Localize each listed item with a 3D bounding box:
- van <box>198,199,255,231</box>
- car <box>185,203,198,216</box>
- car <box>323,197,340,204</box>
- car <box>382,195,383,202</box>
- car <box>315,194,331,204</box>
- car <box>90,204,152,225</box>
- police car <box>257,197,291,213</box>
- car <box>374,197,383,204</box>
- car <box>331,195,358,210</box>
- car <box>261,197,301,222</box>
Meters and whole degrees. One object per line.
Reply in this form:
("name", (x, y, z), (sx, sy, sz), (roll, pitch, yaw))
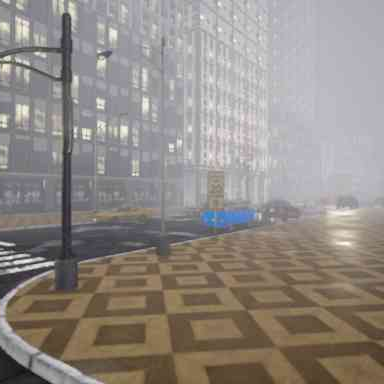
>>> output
("van", (2.380, 1.369, 20.407), (1.690, 1.788, 3.998), (0, 0, 37))
("car", (1.080, 1.605, 31.841), (1.802, 1.307, 4.206), (0, 0, 37))
("car", (28.172, 1.626, 67.156), (2.008, 1.369, 4.403), (0, 0, 37))
("car", (44.583, 1.550, 75.602), (1.967, 1.590, 4.097), (0, 0, 37))
("car", (24.786, 1.382, 62.743), (2.192, 1.841, 5.009), (0, 0, 37))
("car", (-5.016, 1.542, 24.109), (1.752, 1.417, 4.829), (0, 0, 37))
("police car", (9.685, 1.460, 38.843), (1.930, 1.638, 5.238), (0, 0, 37))
("car", (37.809, 1.659, 66.773), (1.947, 1.339, 4.313), (0, 0, 37))
("car", (20.878, 1.369, 44.702), (2.192, 1.841, 5.009), (0, 0, 37))
("car", (7.332, 1.473, 27.044), (1.967, 1.590, 4.097), (0, 0, 37))
